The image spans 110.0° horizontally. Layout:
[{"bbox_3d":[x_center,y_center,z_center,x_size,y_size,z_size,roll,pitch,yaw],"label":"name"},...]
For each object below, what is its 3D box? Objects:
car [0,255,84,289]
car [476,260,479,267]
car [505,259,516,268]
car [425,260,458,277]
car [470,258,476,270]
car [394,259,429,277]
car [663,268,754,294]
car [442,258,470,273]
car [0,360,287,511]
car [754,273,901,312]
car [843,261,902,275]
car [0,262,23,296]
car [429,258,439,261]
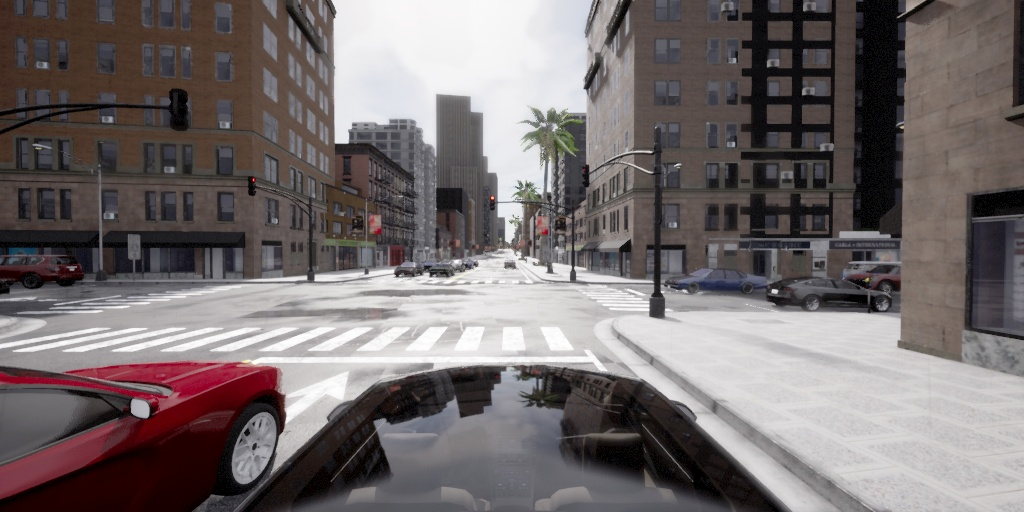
[{"bbox_3d":[-27.278,0.836,19.926,5.009,1.841,2.192,0,0,-9],"label":"car"},{"bbox_3d":[-7.010,1.315,63.632,1.895,1.301,4.718,0,0,0],"label":"car"},{"bbox_3d":[-0.328,1.268,60.089,2.033,1.411,5.357,0,0,0],"label":"car"},{"bbox_3d":[-6.845,1.342,35.340,1.895,1.301,4.718,0,0,0],"label":"car"},{"bbox_3d":[-6.974,1.081,53.757,2.097,1.767,4.553,0,0,-1],"label":"car"},{"bbox_3d":[-10.098,1.289,35.666,2.033,1.411,5.357,0,0,-1],"label":"car"},{"bbox_3d":[11.707,1.400,20.673,5.357,1.411,2.033,0,1,0],"label":"car"},{"bbox_3d":[-6.911,1.229,44.538,2.128,1.511,4.902,0,0,0],"label":"car"},{"bbox_3d":[-3.144,1.228,1.490,1.882,1.535,5.008,0,0,1],"label":"car"},{"bbox_3d":[12.864,1.513,14.727,4.313,1.339,1.948,0,0,0],"label":"car"},{"bbox_3d":[21.963,1.285,20.683,4.553,1.767,2.097,1,1,0],"label":"car"},{"bbox_3d":[-24.033,1.126,14.592,4.892,1.490,1.837,1,1,-9],"label":"car"},{"bbox_3d":[-10.168,1.089,45.197,2.097,1.767,4.553,0,0,0],"label":"car"}]
